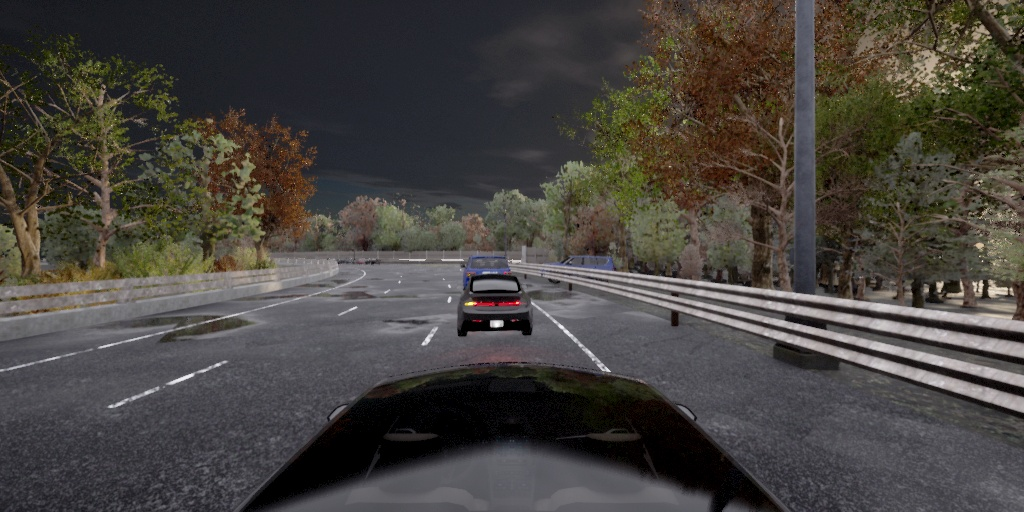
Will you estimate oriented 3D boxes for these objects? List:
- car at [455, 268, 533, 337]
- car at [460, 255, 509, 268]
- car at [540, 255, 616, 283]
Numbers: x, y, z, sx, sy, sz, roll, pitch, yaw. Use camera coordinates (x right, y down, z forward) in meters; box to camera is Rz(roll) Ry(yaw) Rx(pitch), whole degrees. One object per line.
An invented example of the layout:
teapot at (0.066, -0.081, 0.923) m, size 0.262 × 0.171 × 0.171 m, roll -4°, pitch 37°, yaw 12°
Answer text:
car at (-0.555, 1.251, 10.348) m, size 1.837 × 1.490 × 4.892 m, roll 0°, pitch 0°, yaw -5°
car at (-1.329, 0.965, 17.816) m, size 2.150 × 2.045 × 5.566 m, roll 0°, pitch 0°, yaw -9°
car at (4.798, 0.958, 26.152) m, size 5.566 × 2.045 × 2.150 m, roll 3°, pitch 1°, yaw -4°
